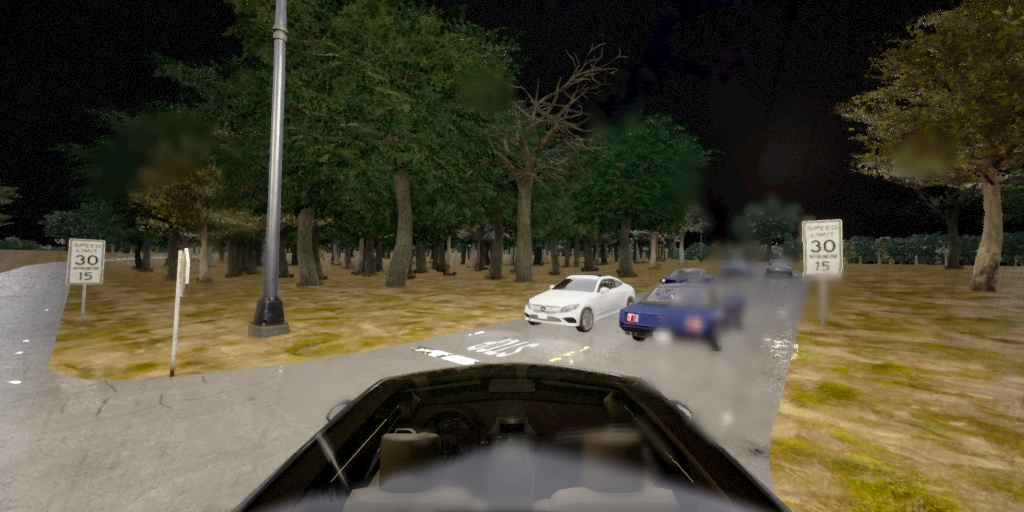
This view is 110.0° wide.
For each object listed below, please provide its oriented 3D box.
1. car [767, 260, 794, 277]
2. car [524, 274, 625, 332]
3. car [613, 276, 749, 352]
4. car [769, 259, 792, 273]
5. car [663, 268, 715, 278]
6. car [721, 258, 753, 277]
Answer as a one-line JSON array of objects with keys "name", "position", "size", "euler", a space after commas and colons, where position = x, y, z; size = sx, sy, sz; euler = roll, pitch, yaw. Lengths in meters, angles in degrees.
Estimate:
[{"name": "car", "position": [25.866, 1.257, 34.586], "size": [1.994, 1.385, 4.181], "euler": [-1, 0, 38]}, {"name": "car", "position": [2.317, 1.312, 11.216], "size": [1.812, 1.442, 4.674], "euler": [-1, -1, 41]}, {"name": "car", "position": [4.506, 1.348, 8.983], "size": [1.895, 1.301, 4.718], "euler": [-1, -1, 40]}, {"name": "car", "position": [31.819, 1.153, 42.629], "size": [2.128, 1.511, 4.902], "euler": [-1, 0, 36]}, {"name": "car", "position": [10.018, 1.375, 20.289], "size": [1.895, 1.301, 4.718], "euler": [-1, -1, 40]}, {"name": "car", "position": [21.119, 1.089, 33.576], "size": [2.097, 1.767, 4.553], "euler": [-1, 0, 39]}]
